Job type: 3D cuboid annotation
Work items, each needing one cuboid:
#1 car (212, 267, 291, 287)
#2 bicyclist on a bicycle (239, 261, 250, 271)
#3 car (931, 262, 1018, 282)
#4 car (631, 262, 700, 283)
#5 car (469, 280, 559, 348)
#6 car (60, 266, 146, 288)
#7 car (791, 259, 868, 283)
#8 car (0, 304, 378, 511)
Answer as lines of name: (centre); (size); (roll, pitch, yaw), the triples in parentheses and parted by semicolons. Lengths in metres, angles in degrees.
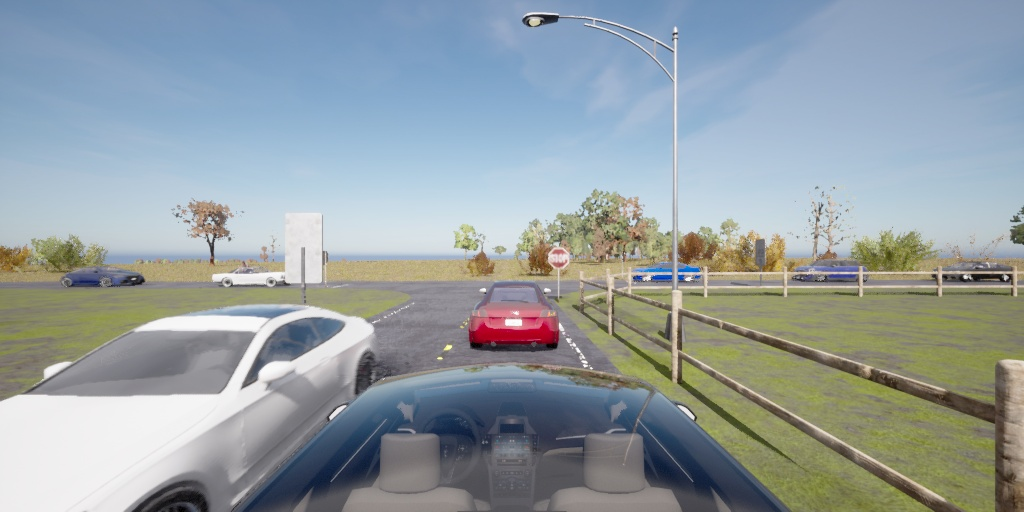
car: (-17.250, 1.395, 24.301); (4.718, 1.301, 1.895); (0, 0, 0)
bicyclist on a bicycle: (-22.561, 1.261, 30.307); (0.582, 1.620, 1.656); (0, 0, 0)
car: (34.566, 1.167, 26.924); (4.902, 1.511, 2.128); (0, 0, 1)
car: (11.456, 1.195, 27.075); (5.008, 1.535, 1.882); (0, 0, 0)
car: (0.077, 1.314, 9.258); (1.994, 1.385, 4.181); (0, 0, 1)
car: (-27.698, 1.388, 24.367); (4.181, 1.385, 1.994); (0, 0, 0)
car: (23.778, 1.041, 26.995); (4.553, 1.767, 2.097); (0, 0, 0)
car: (-2.832, 1.276, 3.499); (1.812, 1.442, 4.674); (0, 0, 0)
